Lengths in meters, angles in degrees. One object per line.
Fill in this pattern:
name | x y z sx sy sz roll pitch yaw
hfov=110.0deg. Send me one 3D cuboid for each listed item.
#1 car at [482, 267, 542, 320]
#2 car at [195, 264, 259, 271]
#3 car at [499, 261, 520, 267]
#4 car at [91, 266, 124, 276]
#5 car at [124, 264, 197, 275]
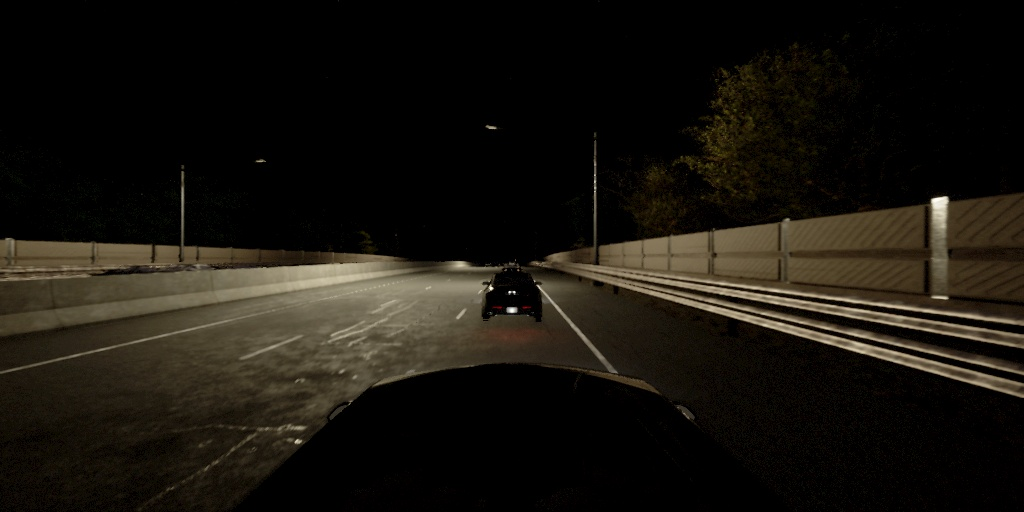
car | -0.001 1.299 12.558 1.837 1.490 4.892 0 0 0
car | -17.597 1.322 23.286 1.994 1.385 4.181 0 0 0
car | 0.000 1.408 36.336 1.895 1.301 4.718 0 0 0
car | -24.597 1.322 23.246 1.994 1.385 4.181 0 0 0
car | -21.097 1.250 23.065 2.128 1.511 4.902 0 0 0
